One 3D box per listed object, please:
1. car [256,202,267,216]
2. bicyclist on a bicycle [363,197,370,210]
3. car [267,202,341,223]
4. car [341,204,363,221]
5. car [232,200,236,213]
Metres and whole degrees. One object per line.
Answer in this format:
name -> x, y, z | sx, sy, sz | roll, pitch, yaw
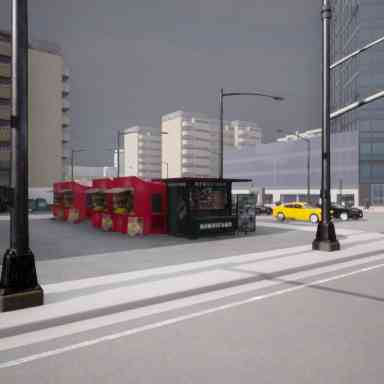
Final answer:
car -> 6.716, 1.778, 35.814 | 1.994, 1.385, 4.181 | 0, -1, -36
bicyclist on a bicycle -> 22.251, 1.466, 42.463 | 1.656, 1.620, 0.582 | 0, 0, -36
car -> 8.898, 1.589, 26.818 | 1.882, 1.535, 5.008 | 0, -1, -38
car -> 12.001, 1.587, 28.535 | 1.882, 1.535, 5.008 | 0, -1, -36
car -> 3.073, 1.455, 34.884 | 2.150, 2.045, 5.566 | 0, -1, -36
